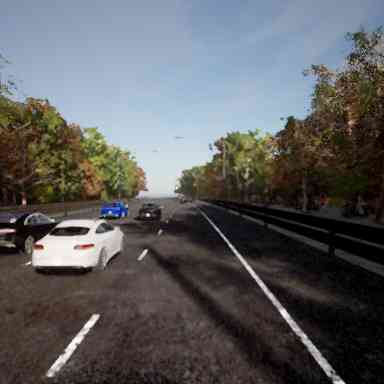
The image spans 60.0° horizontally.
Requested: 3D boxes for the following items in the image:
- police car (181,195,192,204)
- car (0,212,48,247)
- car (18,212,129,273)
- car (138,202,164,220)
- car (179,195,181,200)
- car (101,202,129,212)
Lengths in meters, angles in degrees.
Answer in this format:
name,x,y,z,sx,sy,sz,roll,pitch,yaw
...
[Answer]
name,x,y,z,sx,sy,sz,roll,pitch,yaw
police car,-0.988,2.028,78.599,1.930,1.638,5.238,0,-1,-3
car,-7.003,1.572,13.867,2.128,1.511,4.902,0,0,0
car,-3.450,1.587,10.788,1.812,1.442,4.674,0,0,0
car,-3.717,1.688,30.221,1.837,1.490,4.892,0,0,-1
car,-1.897,2.003,94.598,2.150,2.045,5.566,0,-1,-4
car,-7.250,1.672,31.732,1.882,1.535,5.008,0,0,-1
